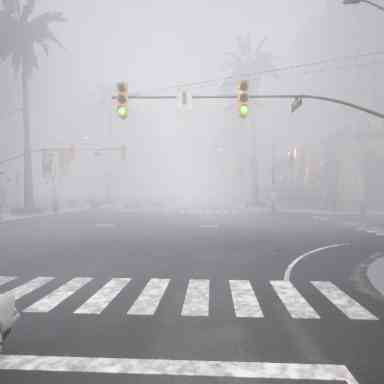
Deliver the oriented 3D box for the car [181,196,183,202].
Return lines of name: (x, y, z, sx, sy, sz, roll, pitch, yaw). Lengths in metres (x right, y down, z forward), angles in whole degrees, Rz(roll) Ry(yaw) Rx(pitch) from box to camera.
car: (-3.051, 1.537, 76.305, 2.128, 1.511, 4.902, 0, 0, 3)

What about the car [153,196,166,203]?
car: (-6.864, 1.607, 70.536, 1.895, 1.301, 4.718, 0, 0, 3)

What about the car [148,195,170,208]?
car: (-4.677, 1.556, 48.053, 2.033, 1.411, 5.357, 0, 0, -1)

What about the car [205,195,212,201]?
car: (4.459, 1.507, 88.176, 1.837, 1.490, 4.892, 0, 0, 2)

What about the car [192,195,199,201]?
car: (0.963, 1.602, 88.351, 1.895, 1.301, 4.718, 0, 0, 2)

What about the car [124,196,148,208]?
car: (-8.195, 1.556, 47.319, 2.033, 1.411, 5.357, 0, 0, 3)

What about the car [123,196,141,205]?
car: (-10.650, 1.523, 59.574, 2.161, 1.482, 4.786, 0, 0, 2)

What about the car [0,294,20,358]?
car: (-3.435, 1.601, 2.540, 1.895, 1.301, 4.718, 0, 0, 3)

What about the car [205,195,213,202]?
car: (4.024, 1.550, 77.718, 2.033, 1.411, 5.357, 0, 0, 2)

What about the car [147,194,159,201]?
car: (-9.430, 1.368, 81.471, 2.185, 1.767, 4.553, 0, 0, 2)

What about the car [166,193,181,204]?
car: (-3.862, 1.229, 62.082, 2.150, 2.045, 5.566, 0, 0, 4)

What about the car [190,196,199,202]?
car: (0.529, 1.553, 77.920, 2.033, 1.411, 5.357, 0, 0, 2)
